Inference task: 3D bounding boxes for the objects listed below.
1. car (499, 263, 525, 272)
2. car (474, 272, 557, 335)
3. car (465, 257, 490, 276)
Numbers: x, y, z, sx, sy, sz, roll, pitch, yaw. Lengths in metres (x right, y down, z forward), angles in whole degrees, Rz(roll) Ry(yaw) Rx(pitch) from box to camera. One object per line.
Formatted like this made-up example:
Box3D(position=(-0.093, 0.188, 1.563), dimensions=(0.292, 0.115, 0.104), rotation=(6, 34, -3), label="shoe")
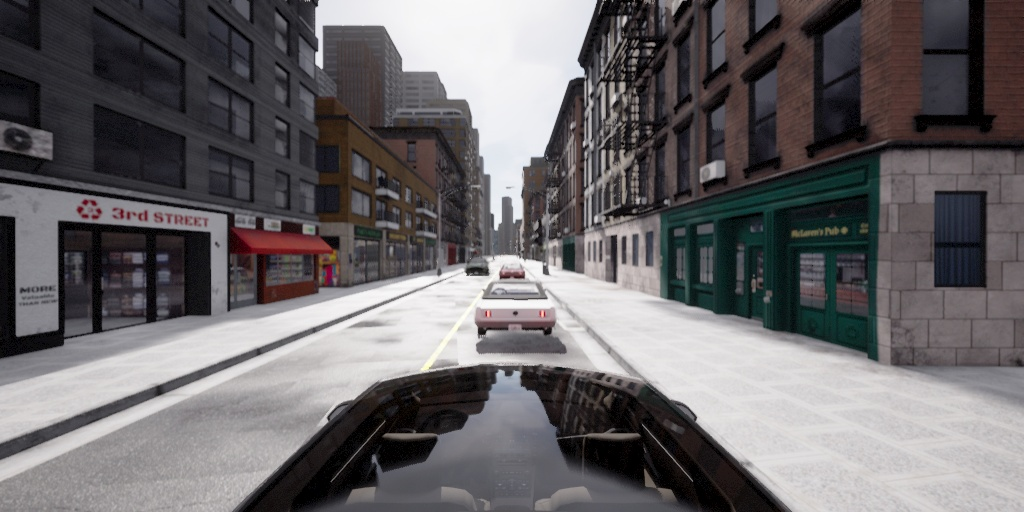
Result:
Box3D(position=(-0.006, 1.213, 27.046), dimensions=(1.895, 1.301, 4.718), rotation=(0, 0, 0), label="car")
Box3D(position=(0.065, 1.305, 10.228), dimensions=(1.895, 1.301, 4.718), rotation=(0, 0, 0), label="car")
Box3D(position=(-3.234, 0.921, 34.483), dimensions=(2.097, 1.767, 4.553), rotation=(0, 0, 0), label="car")
